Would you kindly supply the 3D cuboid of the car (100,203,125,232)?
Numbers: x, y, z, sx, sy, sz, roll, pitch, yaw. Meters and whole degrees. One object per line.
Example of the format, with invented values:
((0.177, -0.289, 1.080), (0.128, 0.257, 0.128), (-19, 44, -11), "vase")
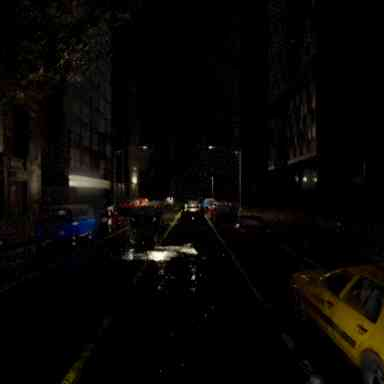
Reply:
((-5.875, 1.667, 21.337), (1.967, 1.590, 4.097), (0, -1, 0), "car")

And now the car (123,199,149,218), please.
((-5.884, 1.668, 32.617), (2.192, 1.841, 5.009), (0, -1, 0), "car")

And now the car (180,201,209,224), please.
((0.077, 1.785, 27.234), (2.128, 1.511, 4.902), (0, -1, 0), "car")

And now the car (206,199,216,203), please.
((2.642, 1.792, 32.609), (1.967, 1.590, 4.097), (0, -1, 0), "car")

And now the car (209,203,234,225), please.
((2.646, 1.834, 26.969), (1.887, 1.381, 4.507), (0, -1, 0), "car")

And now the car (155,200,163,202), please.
((-5.898, 1.989, 49.533), (1.967, 1.590, 4.097), (0, -1, 0), "car")

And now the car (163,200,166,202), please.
((-5.903, 2.060, 55.171), (1.967, 1.590, 4.097), (0, -1, 0), "car")

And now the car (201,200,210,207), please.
((2.614, 2.297, 66.647), (1.752, 1.417, 4.829), (0, -1, 1), "car")

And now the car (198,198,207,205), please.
((2.599, 2.311, 83.356), (2.192, 1.841, 5.009), (0, -1, 0), "car")

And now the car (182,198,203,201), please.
((0.064, 1.986, 45.191), (2.128, 1.511, 4.902), (0, -1, 0), "car")

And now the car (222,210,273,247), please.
((2.655, 1.746, 15.691), (1.802, 1.307, 4.206), (0, -1, 0), "car")

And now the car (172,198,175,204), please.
((-5.927, 2.519, 83.197), (1.752, 1.417, 4.829), (0, -1, 0), "car")

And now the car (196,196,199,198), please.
((2.604, 2.237, 77.716), (2.192, 1.841, 5.009), (0, -1, 0), "car")

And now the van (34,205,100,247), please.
((-5.870, 1.505, 15.699), (1.690, 1.788, 3.998), (0, -1, 0), "van")

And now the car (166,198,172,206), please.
((-5.924, 2.367, 71.885), (1.752, 1.417, 4.829), (0, -1, 1), "car")

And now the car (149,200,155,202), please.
((-5.888, 1.731, 38.256), (2.192, 1.841, 5.009), (0, -1, 0), "car")

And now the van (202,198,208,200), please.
((2.626, 1.890, 49.526), (1.690, 1.788, 3.998), (0, -1, 0), "van")

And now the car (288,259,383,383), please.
((2.665, 1.570, 4.585), (1.752, 1.417, 4.829), (0, -1, 0), "car")

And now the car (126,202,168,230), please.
((-3.072, 1.729, 23.586), (1.882, 1.535, 5.008), (0, -1, 1), "car")
